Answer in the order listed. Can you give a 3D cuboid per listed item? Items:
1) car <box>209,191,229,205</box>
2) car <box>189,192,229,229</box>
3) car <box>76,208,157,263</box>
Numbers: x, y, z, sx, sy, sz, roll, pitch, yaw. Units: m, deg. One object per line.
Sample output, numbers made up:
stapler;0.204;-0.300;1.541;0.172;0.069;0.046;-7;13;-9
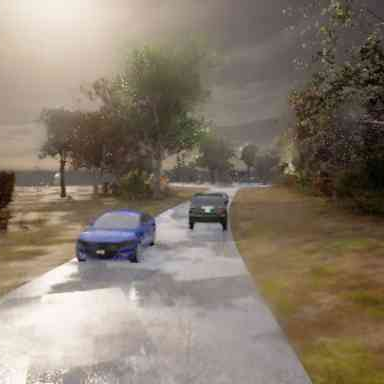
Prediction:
car;3.164;0.635;38.116;1.994;1.385;4.181;1;3;8
car;1.035;0.996;20.210;2.150;2.045;5.566;0;1;5
car;-2.458;1.392;11.901;1.882;1.535;5.008;1;1;3
